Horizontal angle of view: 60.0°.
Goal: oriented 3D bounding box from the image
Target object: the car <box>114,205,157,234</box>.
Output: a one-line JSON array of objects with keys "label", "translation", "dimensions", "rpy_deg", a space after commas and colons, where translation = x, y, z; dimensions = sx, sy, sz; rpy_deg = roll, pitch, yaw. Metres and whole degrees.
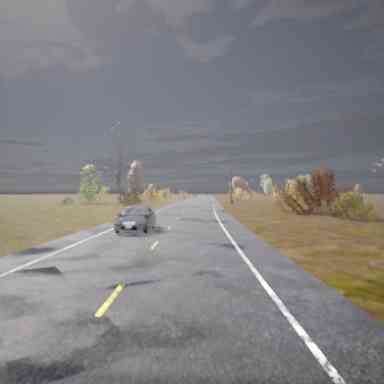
[{"label": "car", "translation": [-3.242, 1.560, 19.744], "dimensions": [2.128, 1.511, 4.902], "rpy_deg": [0, 0, 1]}]
